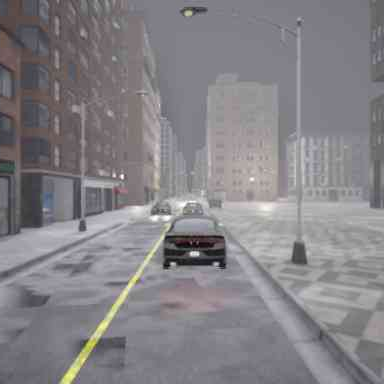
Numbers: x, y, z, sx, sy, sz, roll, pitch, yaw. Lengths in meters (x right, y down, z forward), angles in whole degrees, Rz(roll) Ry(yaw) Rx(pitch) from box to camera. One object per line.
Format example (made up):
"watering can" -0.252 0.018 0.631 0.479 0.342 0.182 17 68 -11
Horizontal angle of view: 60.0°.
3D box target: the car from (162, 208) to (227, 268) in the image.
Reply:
"car" 0.080 1.518 11.419 1.882 1.535 5.008 0 0 0

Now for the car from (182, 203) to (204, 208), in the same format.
"car" 0.094 1.651 29.780 2.033 1.411 5.357 0 0 0

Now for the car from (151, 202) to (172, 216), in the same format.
"car" -3.099 1.684 34.428 1.994 1.385 4.181 0 0 0
